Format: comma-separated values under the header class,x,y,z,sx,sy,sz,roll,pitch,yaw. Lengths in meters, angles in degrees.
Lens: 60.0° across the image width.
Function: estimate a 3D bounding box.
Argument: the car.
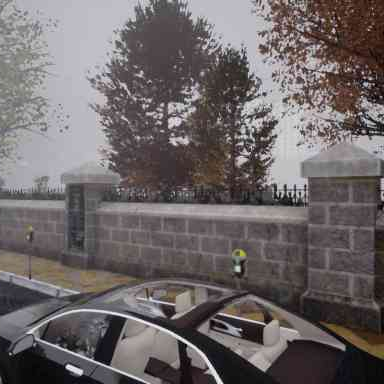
class,x,y,z,sx,sy,sz,roll,pitch,yaw
car,-0.421,1.551,3.177,4.403,1.369,2.008,0,0,35
